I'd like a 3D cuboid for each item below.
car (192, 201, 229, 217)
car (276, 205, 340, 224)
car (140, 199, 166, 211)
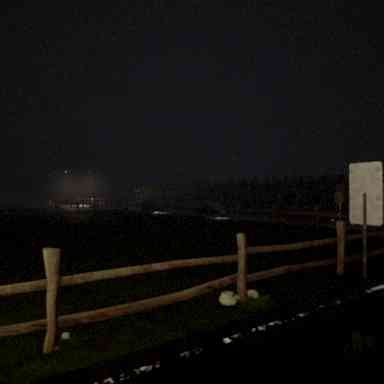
[{"bbox_3d":[1.790,1.683,34.024,1.812,1.442,4.674,-1,0,-35],"label":"car"},{"bbox_3d":[8.413,1.666,24.710,1.895,1.301,4.718,-1,0,-35],"label":"car"},{"bbox_3d":[-5.204,1.762,43.882,1.837,1.490,4.892,-1,0,-35],"label":"car"}]
